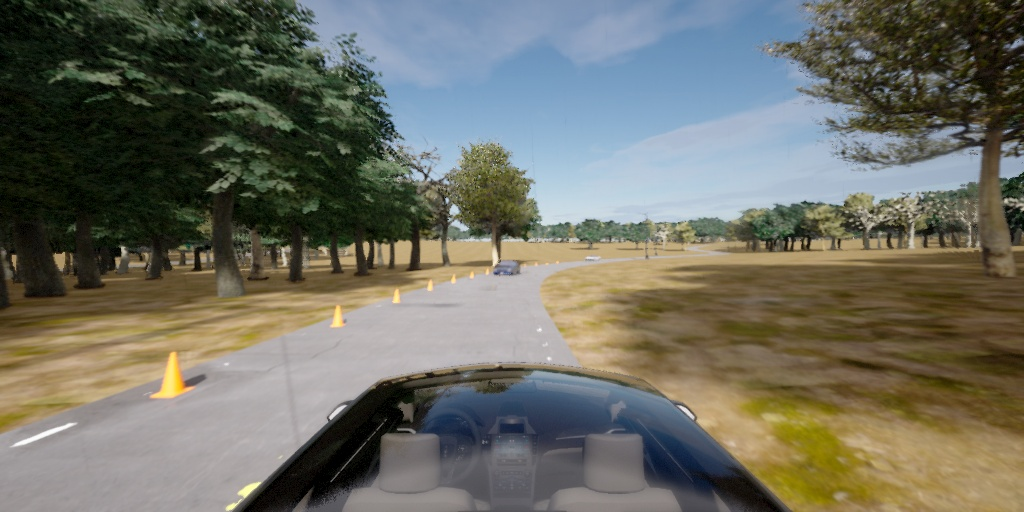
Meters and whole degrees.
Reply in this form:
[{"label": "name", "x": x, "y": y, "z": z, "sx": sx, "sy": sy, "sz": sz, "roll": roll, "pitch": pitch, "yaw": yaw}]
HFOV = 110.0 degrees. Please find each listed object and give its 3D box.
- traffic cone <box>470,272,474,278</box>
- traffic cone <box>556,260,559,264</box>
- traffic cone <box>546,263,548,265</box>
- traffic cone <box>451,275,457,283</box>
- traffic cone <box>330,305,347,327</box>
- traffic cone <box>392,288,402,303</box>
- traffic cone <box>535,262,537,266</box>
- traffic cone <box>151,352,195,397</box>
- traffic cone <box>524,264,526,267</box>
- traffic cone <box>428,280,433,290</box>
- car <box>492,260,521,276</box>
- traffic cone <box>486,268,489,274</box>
[{"label": "traffic cone", "x": -3.412, "y": 1.571, "z": 30.635, "sx": 0.340, "sy": 0.580, "sz": 0.340, "roll": 0, "pitch": 0, "yaw": 10}, {"label": "traffic cone", "x": 8.145, "y": 1.074, "z": 64.431, "sx": 0.340, "sy": 0.580, "sz": 0.340, "roll": 0, "pitch": 0, "yaw": 28}, {"label": "traffic cone", "x": 5.833, "y": 1.153, "z": 59.858, "sx": 0.340, "sy": 0.580, "sz": 0.340, "roll": 0, "pitch": 0, "yaw": 25}, {"label": "traffic cone", "x": -4.152, "y": 1.616, "z": 25.564, "sx": 0.340, "sy": 0.580, "sz": 0.340, "roll": 0, "pitch": 0, "yaw": 7}, {"label": "traffic cone", "x": -4.969, "y": 1.700, "z": 10.255, "sx": 0.340, "sy": 0.580, "sz": 0.340, "roll": 0, "pitch": 0, "yaw": 0}, {"label": "traffic cone", "x": -4.926, "y": 1.682, "z": 15.344, "sx": 0.340, "sy": 0.580, "sz": 0.340, "roll": 0, "pitch": 0, "yaw": 2}, {"label": "traffic cone", "x": 3.735, "y": 1.232, "z": 55.183, "sx": 0.340, "sy": 0.580, "sz": 0.340, "roll": 0, "pitch": 0, "yaw": 23}, {"label": "traffic cone", "x": -4.955, "y": 1.710, "z": 5.253, "sx": 0.340, "sy": 0.580, "sz": 0.340, "roll": 0, "pitch": 0, "yaw": 0}, {"label": "traffic cone", "x": 1.855, "y": 1.313, "z": 50.416, "sx": 0.340, "sy": 0.580, "sz": 0.340, "roll": 0, "pitch": 0, "yaw": 20}, {"label": "traffic cone", "x": -4.656, "y": 1.653, "z": 20.463, "sx": 0.340, "sy": 0.580, "sz": 0.340, "roll": 0, "pitch": 0, "yaw": 4}, {"label": "car", "x": -0.376, "y": 1.130, "z": 34.302, "sx": 2.033, "sy": 1.411, "sz": 5.357, "roll": 0, "pitch": 1, "yaw": 12}, {"label": "traffic cone", "x": -2.440, "y": 1.517, "z": 35.666, "sx": 0.340, "sy": 0.580, "sz": 0.340, "roll": 0, "pitch": 0, "yaw": 12}]
